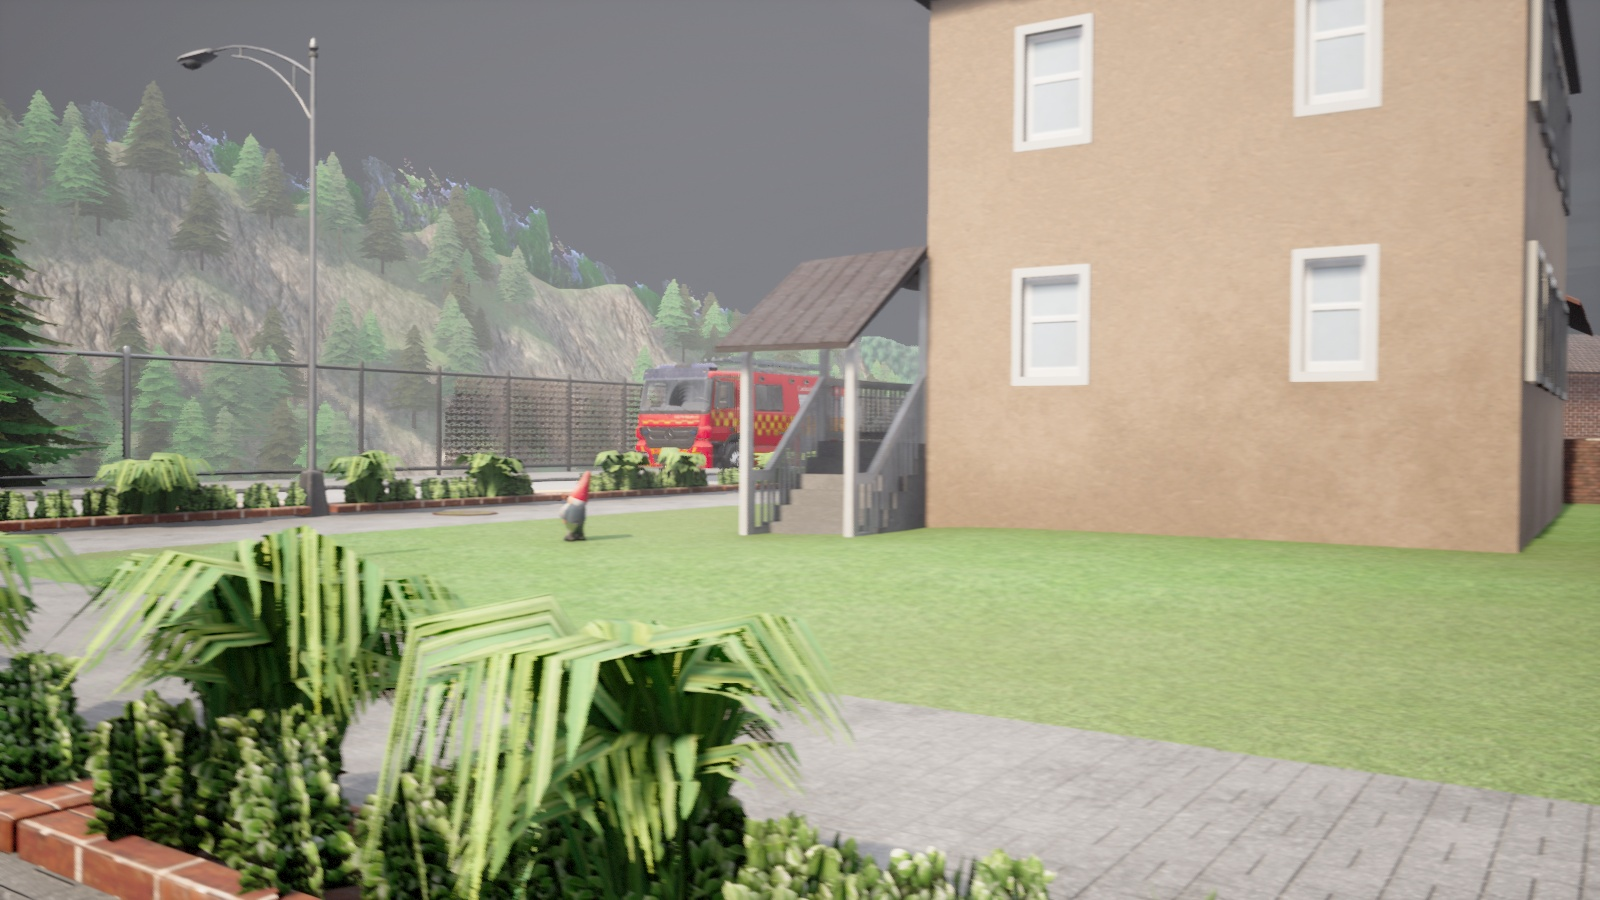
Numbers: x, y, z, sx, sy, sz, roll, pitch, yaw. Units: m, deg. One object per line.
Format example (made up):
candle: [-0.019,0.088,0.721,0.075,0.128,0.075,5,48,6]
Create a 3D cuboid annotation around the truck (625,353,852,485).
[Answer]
truck: [-1.763,-0.976,40.916,2.891,3.827,8.468,0,1,34]
